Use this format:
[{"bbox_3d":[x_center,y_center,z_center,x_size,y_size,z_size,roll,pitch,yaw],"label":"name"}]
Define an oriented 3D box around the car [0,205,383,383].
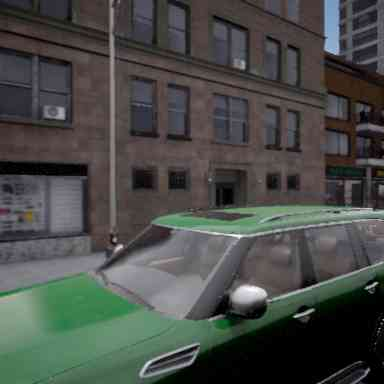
[{"bbox_3d":[0.421,1.215,3.677,5.566,2.045,2.150,0,0,-36],"label":"car"}]
